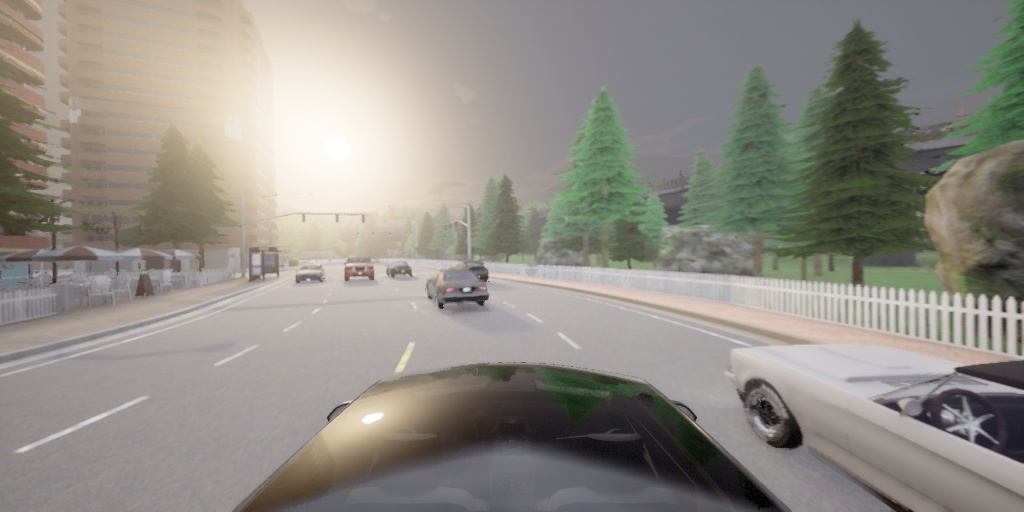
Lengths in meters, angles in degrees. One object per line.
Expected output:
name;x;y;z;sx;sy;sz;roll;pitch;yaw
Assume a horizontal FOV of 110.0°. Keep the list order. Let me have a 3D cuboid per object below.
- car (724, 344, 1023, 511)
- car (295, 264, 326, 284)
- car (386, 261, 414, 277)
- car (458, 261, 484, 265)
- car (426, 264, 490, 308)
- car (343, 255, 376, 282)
car;3.490;1.283;2.143;1.895;1.301;4.718;-1;0;-1
car;-16.050;1.367;28.822;2.033;1.411;5.357;-1;1;-24
car;-10.721;1.203;34.056;1.812;1.442;4.674;-1;1;-26
car;-3.126;1.111;25.795;1.837;1.490;4.892;-1;0;-23
car;-2.425;1.227;14.952;2.033;1.411;5.357;-1;0;-20
car;-12.725;0.974;29.934;2.150;2.045;5.566;-1;0;-24
